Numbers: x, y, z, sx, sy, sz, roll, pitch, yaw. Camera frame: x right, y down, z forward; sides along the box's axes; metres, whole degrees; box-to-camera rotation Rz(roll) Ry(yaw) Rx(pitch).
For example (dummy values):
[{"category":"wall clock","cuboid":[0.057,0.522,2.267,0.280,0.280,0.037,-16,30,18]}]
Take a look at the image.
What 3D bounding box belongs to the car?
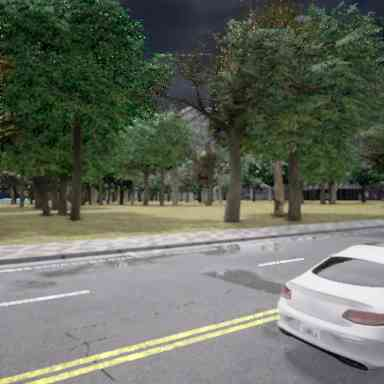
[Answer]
[{"category":"car","cuboid":[3.401,1.555,5.318,4.674,1.442,1.812,0,0,-32]}]
